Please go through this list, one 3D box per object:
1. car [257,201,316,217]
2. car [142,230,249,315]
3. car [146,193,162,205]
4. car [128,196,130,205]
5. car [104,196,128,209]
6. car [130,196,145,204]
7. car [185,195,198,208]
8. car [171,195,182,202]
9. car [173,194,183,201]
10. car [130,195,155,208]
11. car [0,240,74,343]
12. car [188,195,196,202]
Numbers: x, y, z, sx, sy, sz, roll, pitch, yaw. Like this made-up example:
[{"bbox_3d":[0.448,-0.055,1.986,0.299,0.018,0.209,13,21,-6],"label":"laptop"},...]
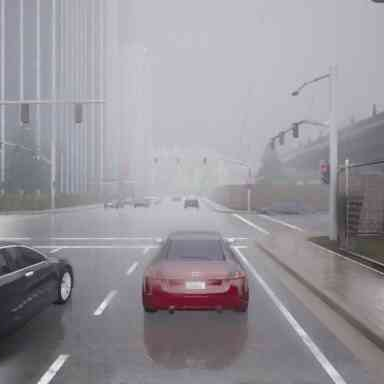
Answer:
[{"bbox_3d":[8.980,1.603,31.800,5.357,1.411,2.033,0,0,0],"label":"car"},{"bbox_3d":[0.069,1.564,7.680,1.994,1.385,4.181,0,0,0],"label":"car"},{"bbox_3d":[-7.096,1.221,58.168,2.150,2.045,5.566,0,0,1],"label":"car"},{"bbox_3d":[-10.604,1.505,54.596,1.837,1.490,4.892,0,0,0],"label":"car"},{"bbox_3d":[-10.609,1.492,45.352,2.128,1.511,4.902,0,0,0],"label":"car"},{"bbox_3d":[-10.556,1.547,64.911,2.033,1.411,5.357,0,0,1],"label":"car"},{"bbox_3d":[-0.017,1.477,47.654,1.882,1.535,5.008,0,0,1],"label":"car"},{"bbox_3d":[-3.528,1.495,74.269,1.837,1.490,4.892,0,0,0],"label":"car"},{"bbox_3d":[-3.531,1.386,84.693,2.128,1.511,4.902,0,0,0],"label":"car"},{"bbox_3d":[-7.106,1.547,47.978,2.033,1.411,5.357,0,0,0],"label":"car"},{"bbox_3d":[-3.444,1.505,5.222,1.837,1.490,4.892,0,0,0],"label":"car"},{"bbox_3d":[-0.030,1.524,80.834,1.812,1.442,4.674,0,0,0],"label":"car"}]
